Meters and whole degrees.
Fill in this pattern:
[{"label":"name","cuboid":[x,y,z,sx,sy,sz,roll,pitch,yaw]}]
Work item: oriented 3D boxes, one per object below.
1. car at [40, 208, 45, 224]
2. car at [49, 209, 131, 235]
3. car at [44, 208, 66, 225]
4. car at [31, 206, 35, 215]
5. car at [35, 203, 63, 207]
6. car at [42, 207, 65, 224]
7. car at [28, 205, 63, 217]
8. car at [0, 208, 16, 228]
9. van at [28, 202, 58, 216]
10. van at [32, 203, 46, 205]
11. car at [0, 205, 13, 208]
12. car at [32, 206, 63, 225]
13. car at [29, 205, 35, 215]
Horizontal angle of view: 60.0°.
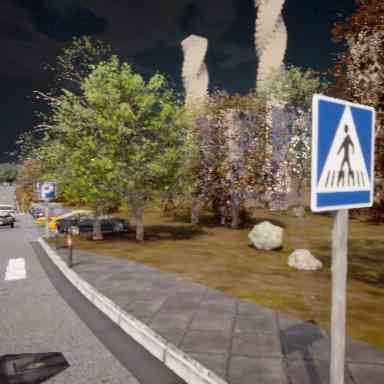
[{"label":"car","cuboid":[-10.438,2.328,29.347,4.792,1.488,2.163,-1,-1,-29]},{"label":"car","cuboid":[-6.535,2.022,22.075,4.892,1.521,2.231,-1,-1,-28]},{"label":"car","cuboid":[-7.847,2.116,24.496,5.008,1.535,2.097,-1,-1,-28]},{"label":"car","cuboid":[-17.030,2.736,41.441,4.674,1.452,2.002,-1,-1,-29]},{"label":"car","cuboid":[-14.435,2.425,36.581,4.553,1.767,2.185,-1,-1,-29]},{"label":"car","cuboid":[-9.148,2.209,26.921,4.892,1.521,2.231,-1,-1,-29]},{"label":"car","cuboid":[-23.608,3.007,53.542,4.892,1.521,2.231,-1,0,-29]},{"label":"car","cuboid":[-17.594,2.571,30.864,2.128,1.511,4.902,-1,-1,-29]},{"label":"van","cuboid":[-25.027,2.832,55.914,4.442,1.987,1.878,-1,0,-29]},{"label":"van","cuboid":[-20.878,2.665,48.758,4.442,1.987,1.878,-1,-1,-29]},{"label":"car","cuboid":[-22.799,2.603,40.466,2.150,2.045,5.566,-1,0,-28]},{"label":"car","cuboid":[-11.943,2.386,31.671,5.366,1.575,1.946,-1,-1,-29]},{"label":"car","cuboid":[-18.374,2.797,43.849,4.792,1.488,2.163,-1,-1,-28]}]
